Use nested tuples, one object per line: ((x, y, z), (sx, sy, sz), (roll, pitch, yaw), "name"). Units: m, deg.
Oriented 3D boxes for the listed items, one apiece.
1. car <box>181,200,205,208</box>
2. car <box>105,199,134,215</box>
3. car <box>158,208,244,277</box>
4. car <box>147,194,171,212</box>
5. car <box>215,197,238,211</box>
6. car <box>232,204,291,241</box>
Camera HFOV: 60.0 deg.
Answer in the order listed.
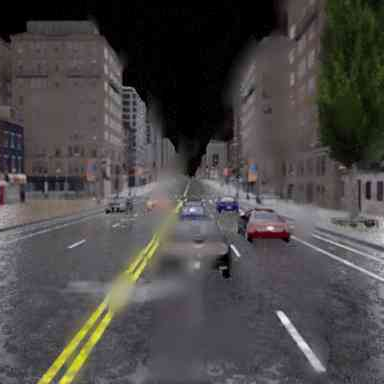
((0.098, 1.346, 26.970), (2.033, 1.411, 5.357), (0, 1, 0), "car")
((-6.586, 1.299, 30.577), (1.994, 1.385, 4.181), (0, 1, 0), "car")
((0.082, 1.475, 10.146), (2.128, 1.511, 4.902), (0, 0, 0), "car")
((-3.330, 1.018, 33.966), (2.097, 1.767, 4.553), (0, 1, 0), "car")
((3.359, 1.176, 32.407), (1.882, 1.535, 5.008), (0, 1, 0), "car")
((3.349, 1.502, 16.227), (1.994, 1.385, 4.181), (0, 0, 0), "car")
